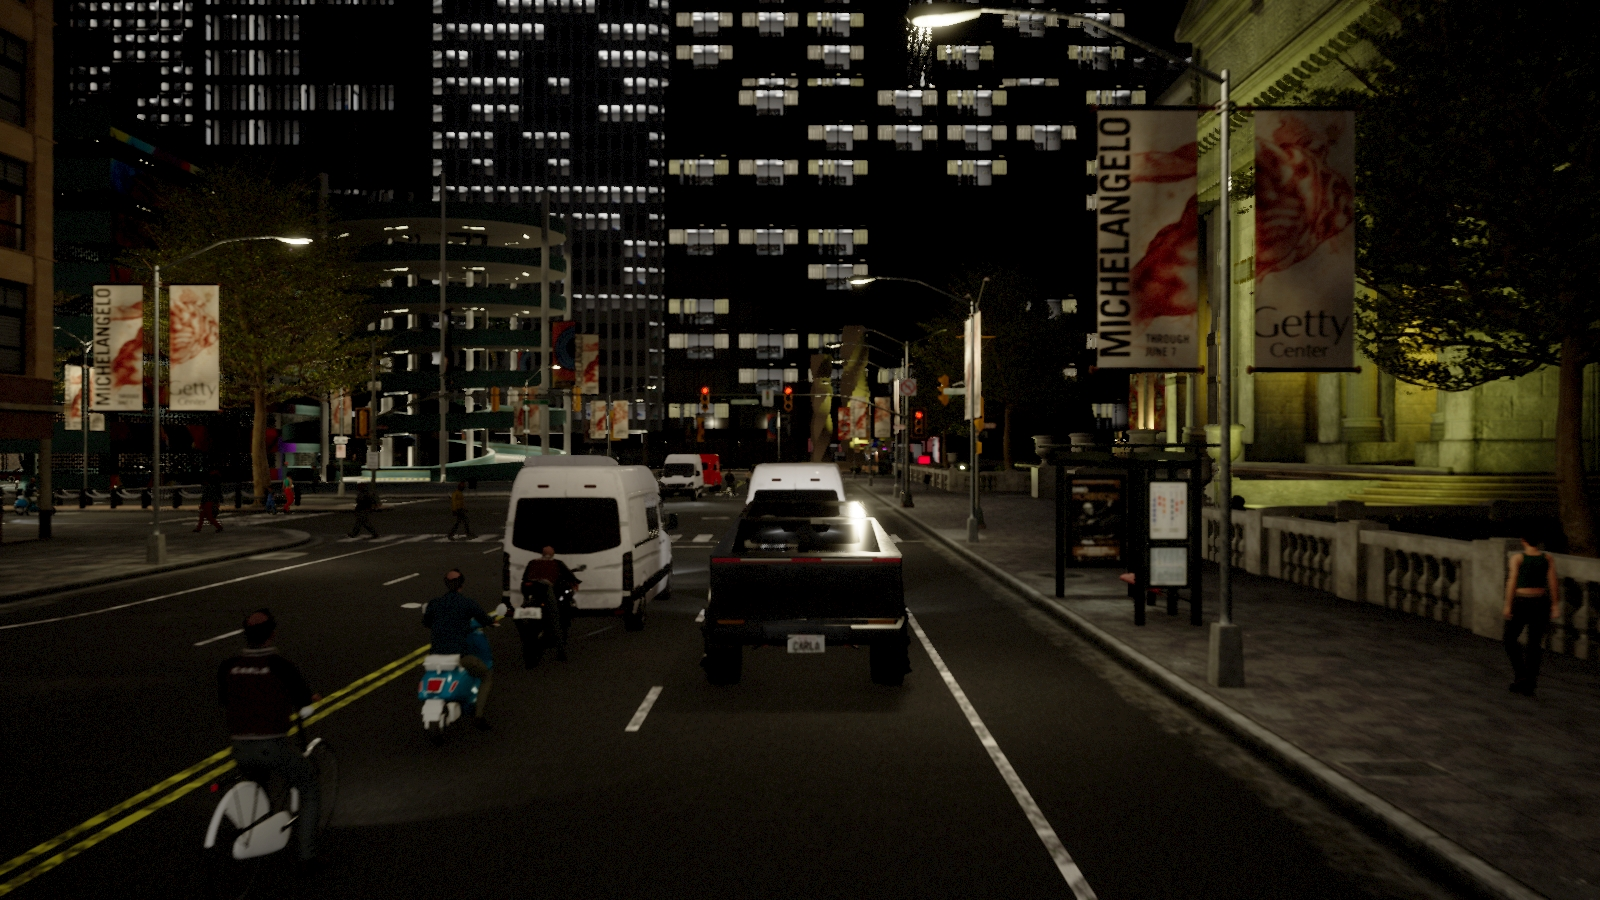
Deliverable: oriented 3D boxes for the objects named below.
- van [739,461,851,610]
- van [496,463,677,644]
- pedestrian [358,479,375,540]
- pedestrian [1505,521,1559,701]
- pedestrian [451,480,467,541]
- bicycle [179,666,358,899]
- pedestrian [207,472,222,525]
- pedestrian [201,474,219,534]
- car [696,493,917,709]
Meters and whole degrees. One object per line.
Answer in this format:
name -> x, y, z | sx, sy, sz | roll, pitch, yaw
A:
van -> 0.007, 1.532, 23.070 | 1.988, 2.561, 5.915 | 0, 0, 2
van -> -3.415, 1.532, 19.541 | 1.988, 2.561, 5.915 | 0, 0, 0
pedestrian -> -13.498, 1.845, 35.597 | 0.375, 1.860, 0.375 | 0, 0, 2
pedestrian -> 7.802, 1.697, 12.190 | 0.375, 1.860, 0.375 | 0, 0, 13
pedestrian -> -10.433, 1.845, 34.955 | 0.375, 1.860, 0.375 | 0, 0, 2
bicycle -> -3.472, 2.209, 7.615 | 0.329, 1.171, 1.835 | 0, 0, 0
pedestrian -> -20.529, 1.692, 40.074 | 0.375, 1.860, 0.375 | 0, 0, 44
pedestrian -> -18.621, 1.693, 36.049 | 0.375, 1.860, 0.375 | 0, 0, -2
car -> 0.080, 1.752, 15.510 | 2.390, 2.098, 6.274 | 0, 0, 0
